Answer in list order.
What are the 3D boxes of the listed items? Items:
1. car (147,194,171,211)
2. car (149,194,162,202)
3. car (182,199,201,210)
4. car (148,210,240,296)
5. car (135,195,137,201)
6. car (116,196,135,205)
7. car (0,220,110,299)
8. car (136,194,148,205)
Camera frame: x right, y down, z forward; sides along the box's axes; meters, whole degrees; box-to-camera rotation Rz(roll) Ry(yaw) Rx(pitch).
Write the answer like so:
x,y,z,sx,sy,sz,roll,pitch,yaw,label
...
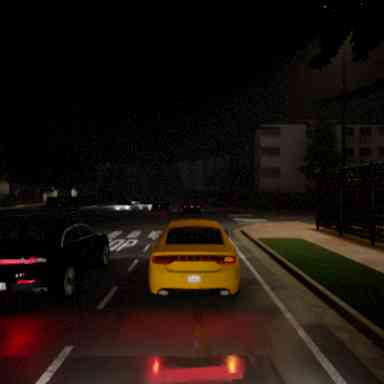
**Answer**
x,y,z,sx,sy,sz,roll,pitch,yaw,label
-3.606,1.348,39.148,2.128,1.511,4.902,0,0,-1,car
-7.560,1.270,69.677,2.128,1.511,4.902,0,0,-1,car
-0.045,1.423,33.791,2.033,1.411,5.357,0,0,-1,car
0.051,1.446,8.611,1.882,1.535,5.008,0,0,0,car
-11.051,1.225,69.024,1.882,1.535,5.008,0,0,-1,car
-10.946,1.404,53.814,1.895,1.301,4.718,0,0,0,car
-3.448,1.460,8.367,2.128,1.511,4.902,0,0,0,car
-7.455,1.302,54.615,1.837,1.490,4.892,0,1,0,car
